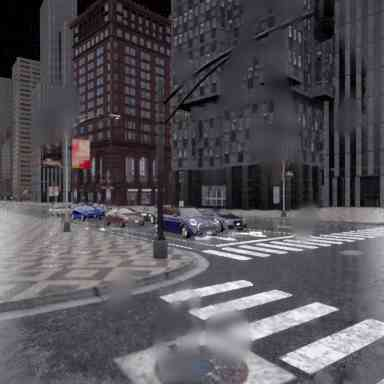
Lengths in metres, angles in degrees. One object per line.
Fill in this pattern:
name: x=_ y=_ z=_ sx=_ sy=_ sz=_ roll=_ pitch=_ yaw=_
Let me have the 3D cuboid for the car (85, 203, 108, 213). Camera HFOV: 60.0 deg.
car: x=-14.688 y=2.420 z=51.077 sx=1.837 sy=1.490 sz=4.892 roll=0 pitch=-2 yaw=-36

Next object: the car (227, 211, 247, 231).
car: x=1.712 y=1.861 z=22.331 sx=1.994 sy=1.385 sz=4.181 roll=0 pitch=-1 yaw=-36

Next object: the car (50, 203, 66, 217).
car: x=-16.680 y=2.417 z=42.432 sx=1.895 sy=1.301 sz=4.718 roll=0 pitch=-1 yaw=-35

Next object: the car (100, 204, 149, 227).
car: x=-5.514 y=1.976 z=26.825 sx=1.812 sy=1.442 sz=4.674 roll=0 pitch=-1 yaw=-36

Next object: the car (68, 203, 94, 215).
car: x=-15.573 y=2.353 z=46.492 sx=2.128 sy=1.511 sz=4.902 roll=0 pitch=-1 yaw=-35

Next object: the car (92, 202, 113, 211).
car: x=-15.720 y=2.510 z=58.087 sx=1.882 sy=1.535 sz=5.008 roll=0 pitch=-1 yaw=-35

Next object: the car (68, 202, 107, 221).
car: x=-10.910 y=2.103 z=34.342 sx=1.882 sy=1.535 sz=5.008 roll=0 pitch=-1 yaw=-36

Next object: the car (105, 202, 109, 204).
car: x=-9.534 y=2.154 z=38.000 sx=2.128 sy=1.511 sz=4.902 roll=0 pitch=-1 yaw=-36

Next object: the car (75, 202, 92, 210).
car: x=-21.714 y=2.752 z=66.434 sx=1.812 sy=1.442 sz=4.674 roll=0 pitch=-1 yaw=-36

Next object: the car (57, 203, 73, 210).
car: x=-24.974 y=2.852 z=65.401 sx=1.895 sy=1.301 sz=4.718 roll=0 pitch=-1 yaw=-36

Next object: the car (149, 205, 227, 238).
car: x=-0.361 y=1.636 z=19.612 sx=2.097 sy=1.767 sz=4.553 roll=0 pitch=-1 yaw=-35
